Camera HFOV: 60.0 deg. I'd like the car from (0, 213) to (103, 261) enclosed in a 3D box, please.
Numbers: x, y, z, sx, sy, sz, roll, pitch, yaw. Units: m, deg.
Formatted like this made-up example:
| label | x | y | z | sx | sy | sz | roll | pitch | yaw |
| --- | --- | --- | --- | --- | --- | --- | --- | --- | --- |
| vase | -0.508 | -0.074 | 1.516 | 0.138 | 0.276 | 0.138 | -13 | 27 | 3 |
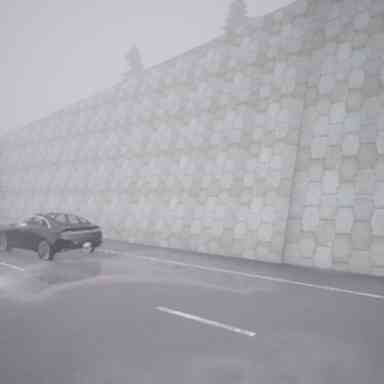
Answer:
| label | x | y | z | sx | sy | sz | roll | pitch | yaw |
| --- | --- | --- | --- | --- | --- | --- | --- | --- | --- |
| car | -5.396 | 1.522 | 12.394 | 4.902 | 1.511 | 2.128 | 0 | 0 | 37 |
